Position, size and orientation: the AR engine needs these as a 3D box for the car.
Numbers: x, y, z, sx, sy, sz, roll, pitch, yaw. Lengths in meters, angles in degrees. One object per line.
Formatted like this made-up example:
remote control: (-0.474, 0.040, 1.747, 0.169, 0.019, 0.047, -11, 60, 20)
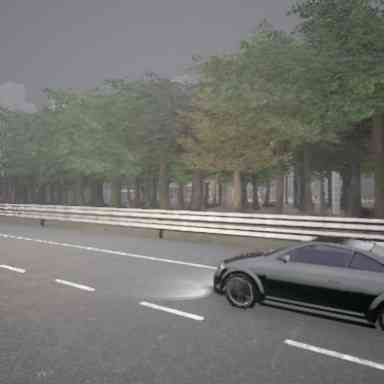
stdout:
car: (2.495, 1.567, 6.441, 4.181, 1.385, 1.994, 0, 0, 35)
